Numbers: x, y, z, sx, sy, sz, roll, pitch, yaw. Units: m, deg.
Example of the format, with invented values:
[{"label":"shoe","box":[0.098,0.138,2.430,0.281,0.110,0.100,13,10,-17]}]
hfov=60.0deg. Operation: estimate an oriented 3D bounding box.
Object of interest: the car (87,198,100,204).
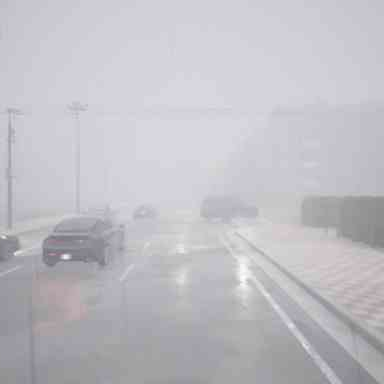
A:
[{"label":"car","box":[-24.718,2.162,83.745,1.994,1.385,4.181,0,0,-1]}]

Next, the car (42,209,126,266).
[{"label":"car","box":[-3.605,1.594,11.851,1.837,1.490,4.892,0,0,-1]}]

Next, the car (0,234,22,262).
[{"label":"car","box":[-7.072,1.641,9.590,2.033,1.411,5.357,0,0,-1]}]

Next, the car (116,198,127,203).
[{"label":"car","box":[-17.722,2.120,84.037,2.033,1.411,5.357,0,0,-1]}]

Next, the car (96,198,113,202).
[{"label":"car","box":[-17.443,2.008,67.593,1.812,1.442,4.674,0,0,-1]}]

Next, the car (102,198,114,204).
[{"label":"car","box":[-21.220,2.143,83.903,1.994,1.385,4.181,0,0,-1]}]

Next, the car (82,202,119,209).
[{"label":"car","box":[-7.598,1.804,28.015,1.895,1.301,4.718,0,0,-2]}]

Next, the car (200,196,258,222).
[{"label":"car","box":[3.172,1.366,27.818,5.566,2.045,2.150,0,-2,-42]}]

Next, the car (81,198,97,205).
[{"label":"car","box":[-20.942,1.980,67.492,1.882,1.535,5.008,0,0,-1]}]

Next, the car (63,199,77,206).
[{"label":"car","box":[-24.438,2.114,67.234,1.895,1.301,4.718,0,0,-1]}]

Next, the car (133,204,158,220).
[{"label":"car","box":[-4.210,1.763,30.368,1.994,1.385,4.181,0,0,-3]}]
